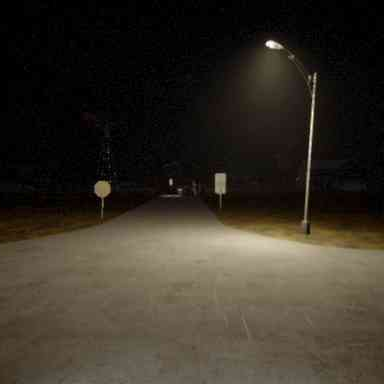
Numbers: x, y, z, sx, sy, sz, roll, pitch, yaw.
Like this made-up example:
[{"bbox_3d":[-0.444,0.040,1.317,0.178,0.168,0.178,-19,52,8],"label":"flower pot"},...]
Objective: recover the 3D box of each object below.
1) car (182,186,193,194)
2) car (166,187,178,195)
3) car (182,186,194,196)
[{"bbox_3d":[-0.816,-0.416,64.740,2.033,1.411,5.357,0,2,-1],"label":"car"},{"bbox_3d":[-3.492,-0.229,58.869,2.033,1.411,5.357,0,2,-1],"label":"car"},{"bbox_3d":[-0.685,-0.137,54.307,2.128,1.511,4.902,0,2,-1],"label":"car"}]
